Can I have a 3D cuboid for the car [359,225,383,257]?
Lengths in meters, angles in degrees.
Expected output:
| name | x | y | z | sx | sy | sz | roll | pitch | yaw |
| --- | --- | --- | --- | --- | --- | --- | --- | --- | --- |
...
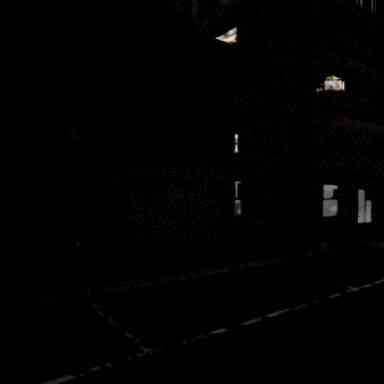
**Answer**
| name | x | y | z | sx | sy | sz | roll | pitch | yaw |
| --- | --- | --- | --- | --- | --- | --- | --- | --- | --- |
| car | 7.820 | 1.684 | 12.160 | 4.206 | 1.307 | 1.802 | 1 | 0 | -36 |
